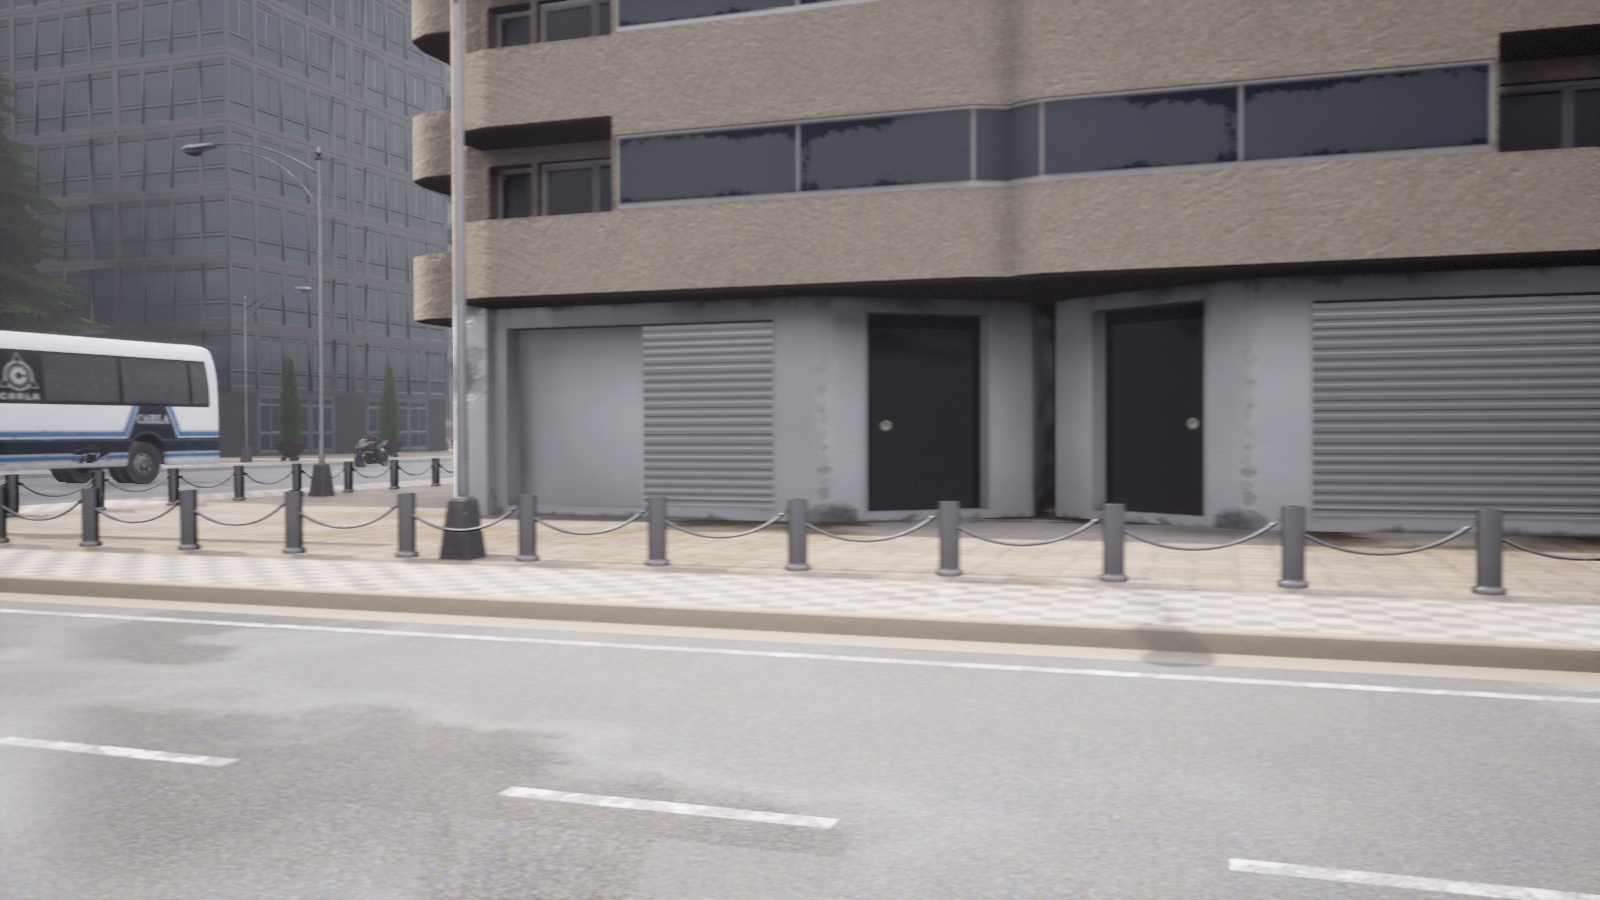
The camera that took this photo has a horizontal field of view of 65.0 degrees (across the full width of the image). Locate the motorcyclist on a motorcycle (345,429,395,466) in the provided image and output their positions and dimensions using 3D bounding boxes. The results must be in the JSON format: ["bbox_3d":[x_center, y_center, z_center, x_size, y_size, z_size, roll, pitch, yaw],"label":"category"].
[{"bbox_3d":[-18.349,-0.122,53.640,0.866,1.530,2.191,1,1,19],"label":"motorcyclist on a motorcycle"}]

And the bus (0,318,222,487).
[{"bbox_3d":[-21.266,-1.235,34.296,3.944,4.253,10.273,1,1,19],"label":"bus"}]
